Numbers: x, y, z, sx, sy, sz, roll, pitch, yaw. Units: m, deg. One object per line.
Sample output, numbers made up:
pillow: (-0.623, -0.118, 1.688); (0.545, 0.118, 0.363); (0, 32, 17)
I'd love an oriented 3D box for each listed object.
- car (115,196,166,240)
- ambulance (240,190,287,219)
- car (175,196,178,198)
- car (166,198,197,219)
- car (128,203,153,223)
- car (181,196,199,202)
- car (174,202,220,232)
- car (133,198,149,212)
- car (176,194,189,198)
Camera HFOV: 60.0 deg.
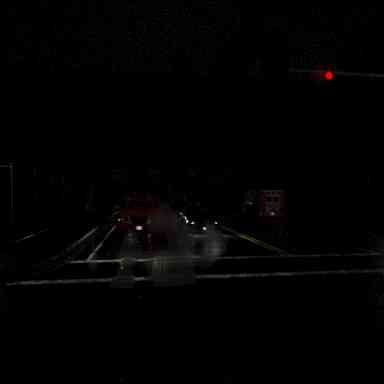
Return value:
car: (-2.778, 1.258, 17.615); (2.150, 2.045, 5.566); (0, 0, -9)
ambulance: (6.103, 1.081, 29.844); (2.351, 2.431, 6.366); (0, 0, -9)
car: (-3.411, 1.657, 45.660); (1.895, 1.301, 4.718); (0, 0, -8)
car: (-1.069, 1.572, 29.915); (1.812, 1.442, 4.674); (0, 0, -9)
car: (-4.257, 1.643, 27.455); (1.895, 1.301, 4.718); (0, 0, -9)
car: (0.005, 1.606, 47.146); (2.033, 1.411, 5.357); (0, 0, -8)
car: (0.308, 1.587, 20.621); (2.033, 1.411, 5.357); (0, 0, -9)
car: (-6.372, 1.529, 41.684); (1.882, 1.535, 5.008); (0, 1, -8)
car: (-1.578, 1.287, 57.402); (2.150, 2.045, 5.566); (0, 0, -9)
